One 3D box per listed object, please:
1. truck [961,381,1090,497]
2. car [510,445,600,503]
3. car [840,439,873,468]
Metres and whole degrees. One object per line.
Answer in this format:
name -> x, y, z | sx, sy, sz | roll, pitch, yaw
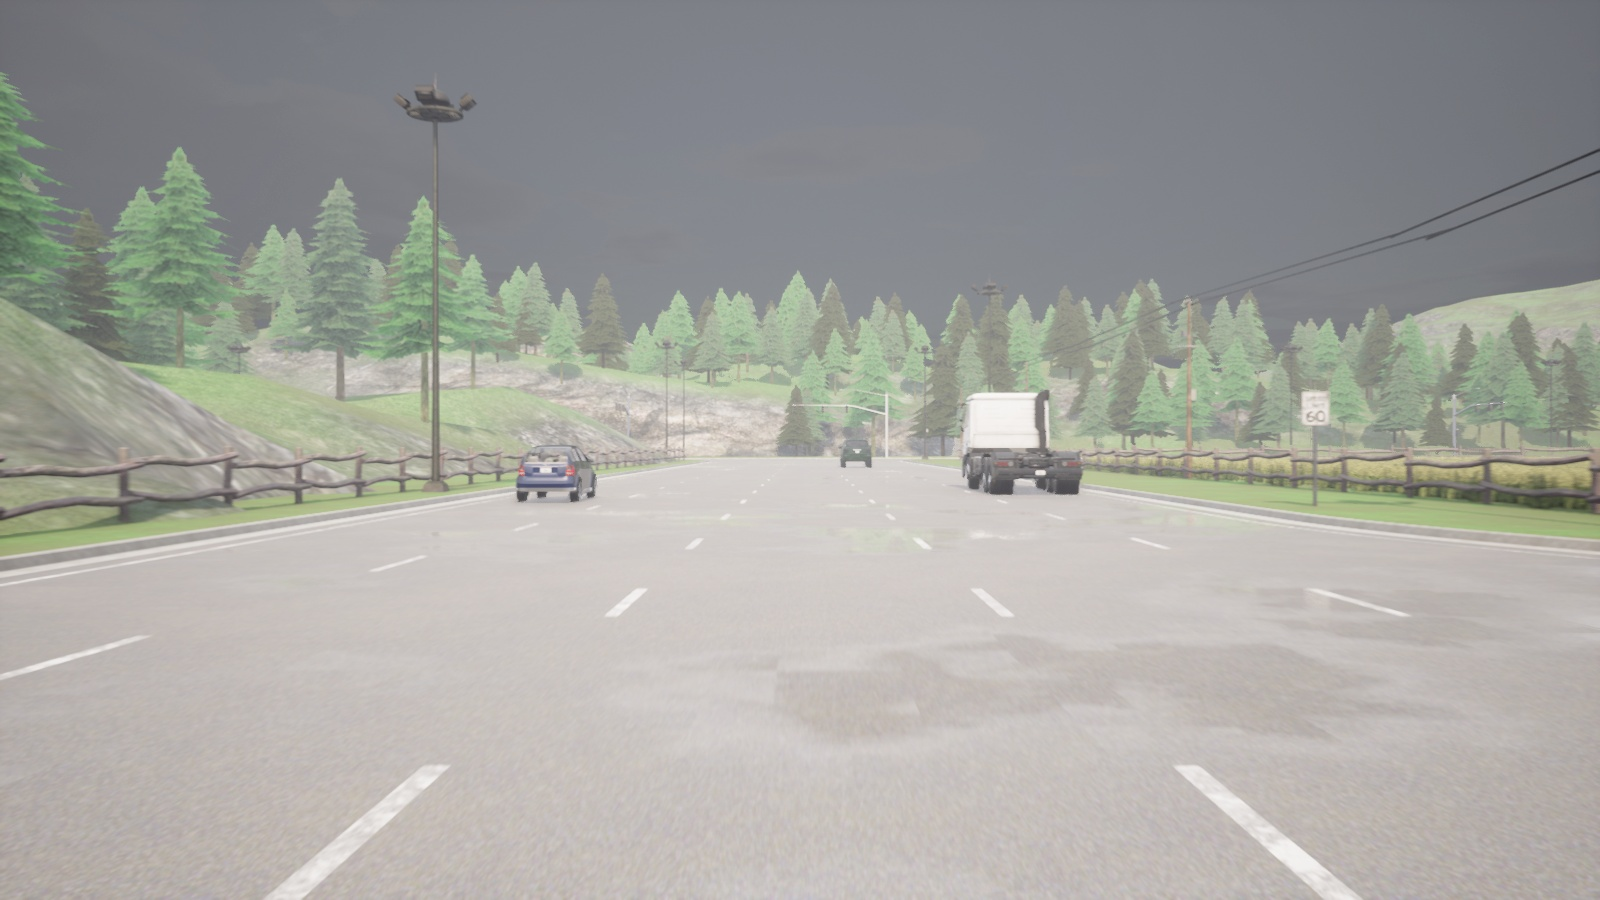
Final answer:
truck -> 7.255, -0.341, 41.576 | 2.891, 3.462, 7.936 | 0, 0, 0
car -> -6.783, 0.626, 35.143 | 1.789, 1.549, 3.705 | 0, 0, 0
car -> 4.038, 0.224, 90.813 | 2.150, 2.045, 5.566 | 0, 0, 0
